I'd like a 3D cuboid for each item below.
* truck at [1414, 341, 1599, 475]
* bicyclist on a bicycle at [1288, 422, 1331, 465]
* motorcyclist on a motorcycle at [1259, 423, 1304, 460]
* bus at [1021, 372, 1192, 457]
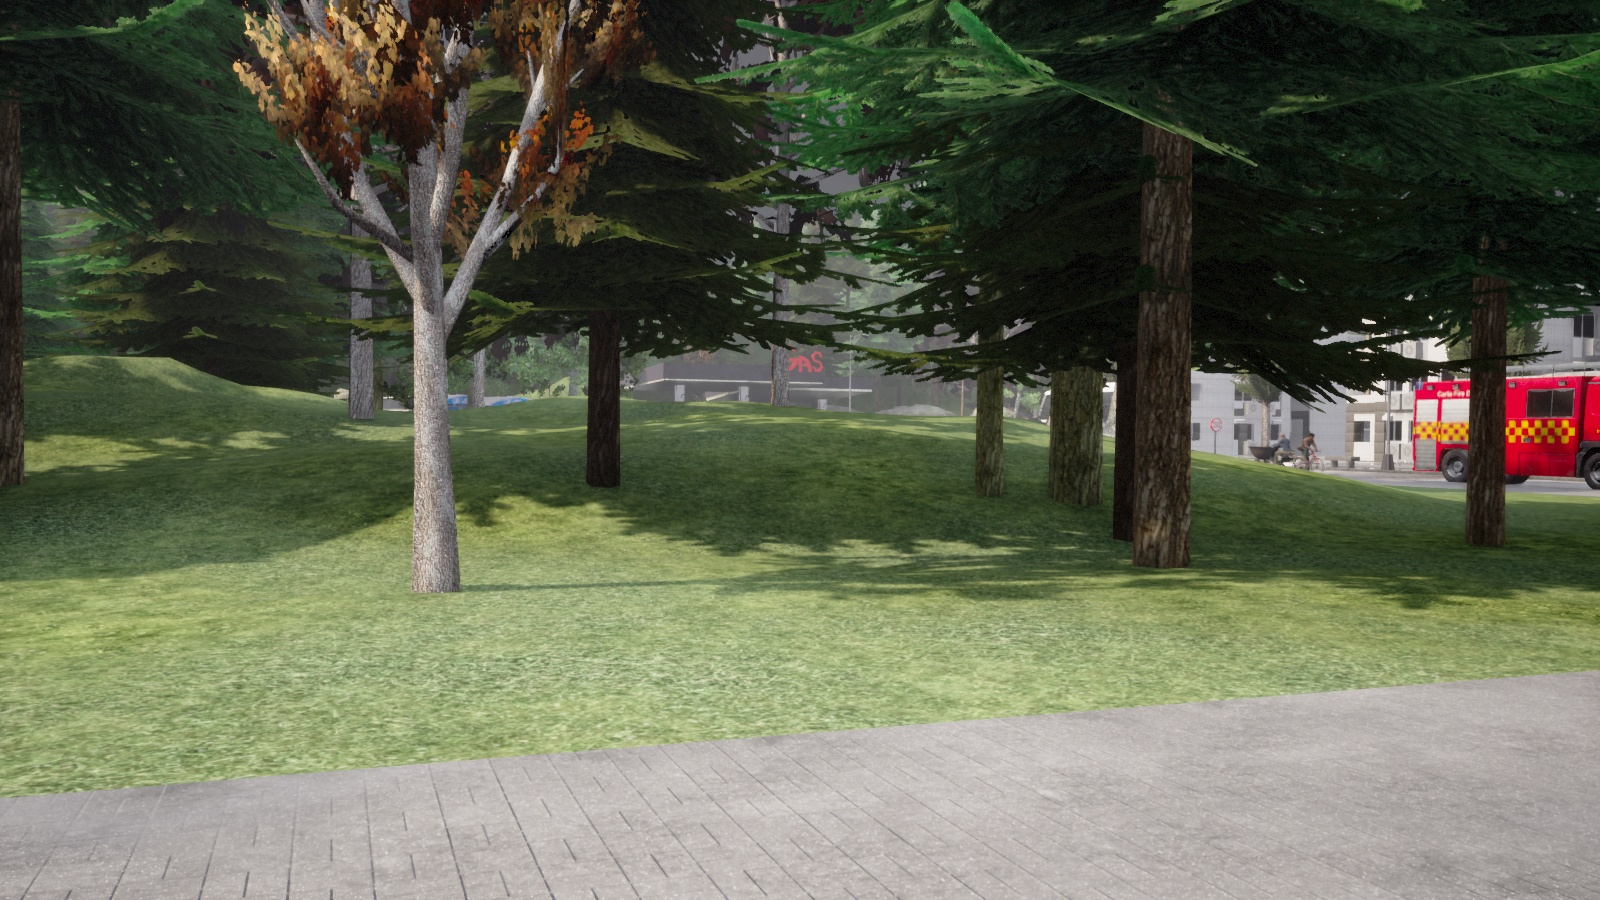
[{"bbox_3d":[23.339,-1.245,38.456,2.891,3.827,8.468,-1,1,-20],"label":"truck"},{"bbox_3d":[19.641,-0.250,48.464,0.582,1.620,1.656,-1,1,-20],"label":"bicyclist on a bicycle"},{"bbox_3d":[21.291,-0.382,55.512,0.866,1.590,1.817,-1,1,-20],"label":"motorcyclist on a motorcycle"},{"bbox_3d":[16.455,-1.870,68.469,3.944,4.253,10.273,-1,1,-20],"label":"bus"}]
